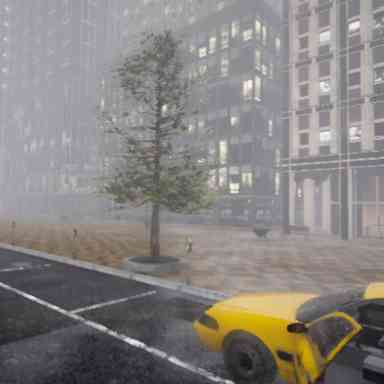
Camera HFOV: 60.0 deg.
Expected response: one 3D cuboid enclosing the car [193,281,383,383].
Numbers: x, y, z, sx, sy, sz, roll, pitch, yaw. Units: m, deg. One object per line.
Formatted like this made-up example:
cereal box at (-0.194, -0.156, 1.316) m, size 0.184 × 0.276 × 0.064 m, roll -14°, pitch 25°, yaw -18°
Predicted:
car at (2.433, 1.686, 3.746) m, size 5.366 × 1.575 × 1.801 m, roll -1°, pitch -3°, yaw 41°
